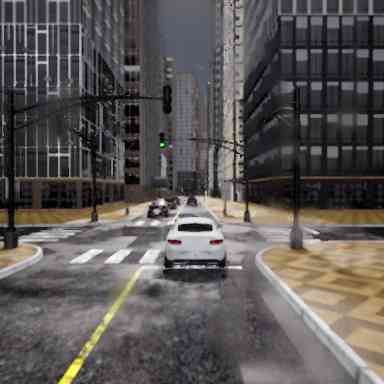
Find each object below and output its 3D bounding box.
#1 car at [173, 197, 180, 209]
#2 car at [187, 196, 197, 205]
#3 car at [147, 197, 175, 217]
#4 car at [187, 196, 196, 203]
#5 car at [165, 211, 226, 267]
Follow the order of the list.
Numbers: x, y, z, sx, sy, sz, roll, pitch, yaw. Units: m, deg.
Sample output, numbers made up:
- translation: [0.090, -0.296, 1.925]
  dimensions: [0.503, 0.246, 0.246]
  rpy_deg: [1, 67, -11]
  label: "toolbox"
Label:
- translation: [-3.089, 1.571, 45.516]
  dimensions: [1.837, 1.490, 4.892]
  rpy_deg: [0, 2, 0]
  label: "car"
- translation: [-0.006, 1.614, 61.761]
  dimensions: [1.837, 1.490, 4.892]
  rpy_deg: [0, 0, 0]
  label: "car"
- translation: [-3.090, 1.533, 31.515]
  dimensions: [2.128, 1.511, 4.902]
  rpy_deg: [0, 0, 0]
  label: "car"
- translation: [-0.007, 1.599, 72.178]
  dimensions: [1.882, 1.535, 5.008]
  rpy_deg: [0, 0, 0]
  label: "car"
- translation: [0.098, 1.545, 11.397]
  dimensions: [1.812, 1.442, 4.674]
  rpy_deg: [0, 0, 0]
  label: "car"
